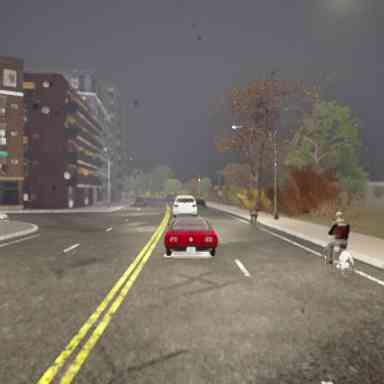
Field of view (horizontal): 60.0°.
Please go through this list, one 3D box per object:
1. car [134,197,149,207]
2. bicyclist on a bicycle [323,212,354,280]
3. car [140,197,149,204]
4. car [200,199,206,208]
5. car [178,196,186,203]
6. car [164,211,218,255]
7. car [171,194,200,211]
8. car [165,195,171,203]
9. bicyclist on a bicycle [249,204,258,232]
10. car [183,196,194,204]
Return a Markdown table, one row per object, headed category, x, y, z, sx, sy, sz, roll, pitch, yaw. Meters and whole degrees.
| category | x | y | z | sx | sy | sz | roll | pitch | yaw |
| --- | --- | --- | --- | --- | --- | --- | --- | --- | --- |
| car | -9.371 | 1.723 | 60.744 | 2.097 | 1.767 | 4.553 | 0 | 0 | -5 |
| bicyclist on a bicycle | 4.043 | 1.429 | 9.326 | 0.659 | 1.776 | 1.843 | 0 | 0 | -1 |
| car | -10.967 | 1.979 | 76.767 | 1.812 | 1.442 | 4.674 | 0 | 0 | -6 |
| car | 1.140 | 1.828 | 53.725 | 1.837 | 1.490 | 4.892 | 0 | 0 | -4 |
| car | -2.723 | 1.995 | 89.570 | 1.882 | 1.535 | 5.008 | 0 | 0 | -8 |
| car | -0.078 | 1.687 | 13.657 | 1.895 | 1.301 | 4.718 | 0 | 0 | -1 |
| car | -0.726 | 1.420 | 32.112 | 2.150 | 2.045 | 5.566 | 0 | 0 | -3 |
| car | -4.863 | 1.996 | 80.536 | 2.128 | 1.511 | 4.902 | 0 | 0 | -7 |
| bicyclist on a bicycle | 3.785 | 1.578 | 20.409 | 0.582 | 1.620 | 1.656 | 0 | -1 | -2 |
| car | -0.879 | 1.791 | 74.284 | 2.097 | 1.767 | 4.553 | 0 | 0 | -6 |
